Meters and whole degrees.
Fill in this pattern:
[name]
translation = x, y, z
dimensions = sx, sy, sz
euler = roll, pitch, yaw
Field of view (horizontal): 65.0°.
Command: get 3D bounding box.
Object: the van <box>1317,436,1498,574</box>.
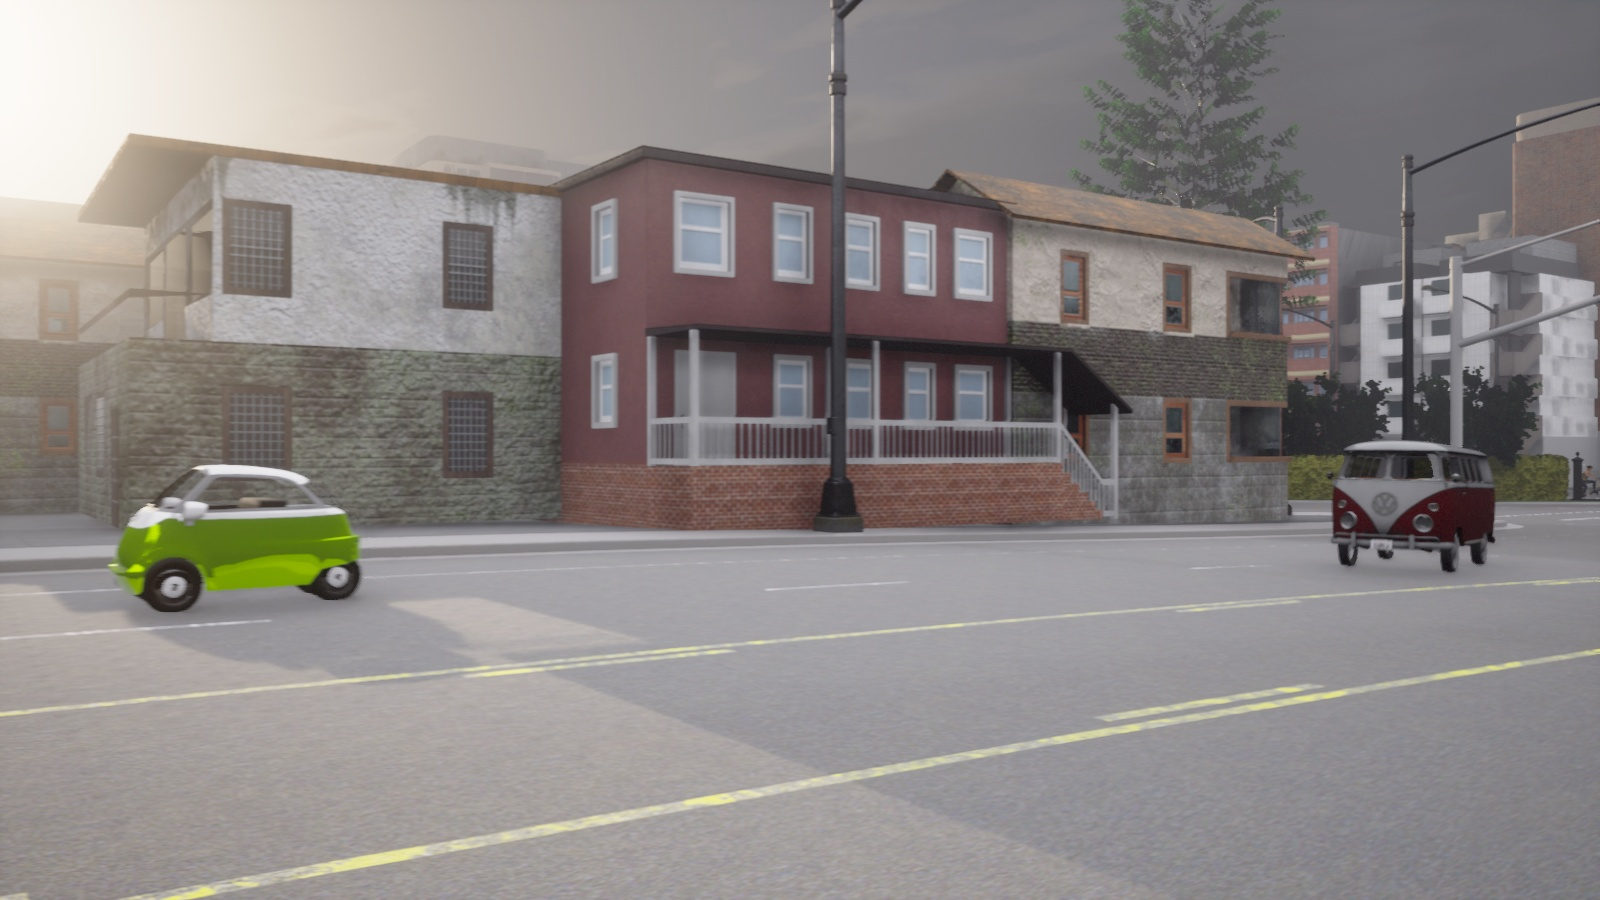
[van]
translation = 9.919, 0.838, 20.318
dimensions = 1.775, 1.987, 4.442
euler = 0, -1, 37

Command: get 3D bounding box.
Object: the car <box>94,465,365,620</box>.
[car]
translation = -5.674, 0.850, 12.502
dimensions = 2.207, 1.376, 1.481
euler = 1, -1, -35
